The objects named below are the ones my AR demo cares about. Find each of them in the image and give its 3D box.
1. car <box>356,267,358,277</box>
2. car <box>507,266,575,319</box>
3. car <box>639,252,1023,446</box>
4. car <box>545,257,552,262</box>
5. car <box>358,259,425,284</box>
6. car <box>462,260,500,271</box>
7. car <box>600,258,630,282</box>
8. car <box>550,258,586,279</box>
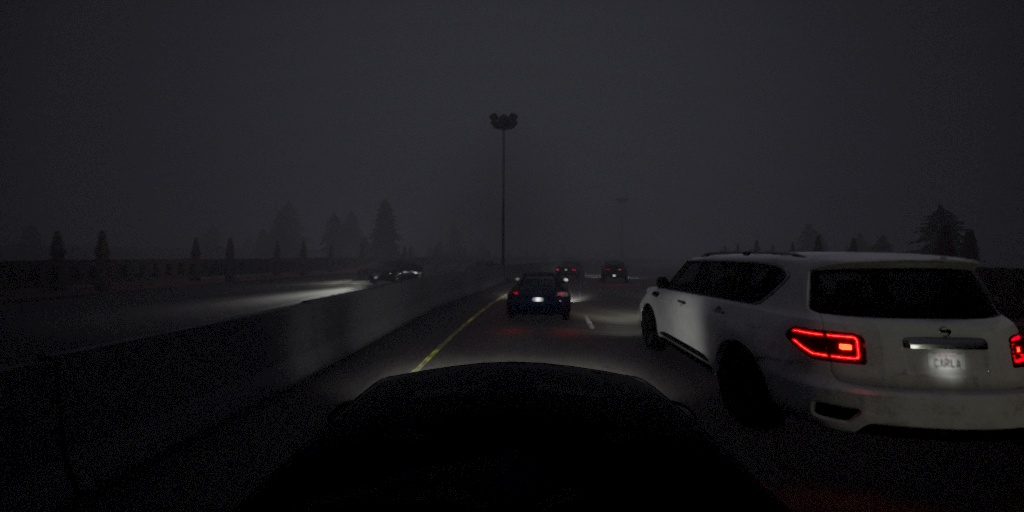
[{"bbox_3d":[-10.215,0.984,28.470,1.882,1.535,5.008,0,0,15],"label":"car"},{"bbox_3d":[0.999,1.224,12.466,1.994,1.385,4.181,0,0,7],"label":"car"},{"bbox_3d":[3.805,0.953,5.699,2.150,2.045,5.566,0,1,3],"label":"car"},{"bbox_3d":[7.692,0.928,64.812,1.812,1.442,4.674,0,0,37],"label":"car"},{"bbox_3d":[-7.704,1.033,24.212,2.128,1.511,4.902,0,0,14],"label":"car"},{"bbox_3d":[-2.425,1.068,30.430,2.033,1.411,5.357,0,0,17],"label":"car"},{"bbox_3d":[7.657,1.079,26.744,1.837,1.490,4.892,0,0,17],"label":"car"},{"bbox_3d":[4.963,1.093,29.945,2.033,1.411,5.357,0,0,19],"label":"car"}]
